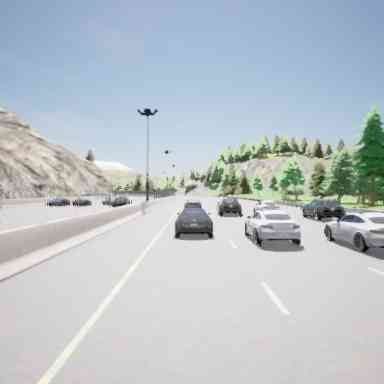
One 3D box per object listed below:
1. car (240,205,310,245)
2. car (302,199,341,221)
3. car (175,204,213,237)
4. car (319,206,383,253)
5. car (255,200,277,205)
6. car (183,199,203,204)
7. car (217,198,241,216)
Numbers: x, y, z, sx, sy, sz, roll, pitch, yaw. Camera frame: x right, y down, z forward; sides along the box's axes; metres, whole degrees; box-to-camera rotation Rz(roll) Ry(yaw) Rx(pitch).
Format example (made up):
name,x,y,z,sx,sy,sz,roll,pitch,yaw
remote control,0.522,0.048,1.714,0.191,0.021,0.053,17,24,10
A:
name,x,y,z,sx,sy,sz,roll,pitch,yaw
car,3.602,1.529,15.367,1.812,1.442,4.674,0,0,0
car,10.608,1.357,27.227,2.097,1.767,4.553,0,0,0
car,0.105,1.568,18.185,1.994,1.385,4.181,0,0,0
car,7.104,1.528,13.622,1.812,1.442,4.674,0,0,0
car,7.110,1.532,31.738,1.812,1.442,4.674,0,0,0
car,0.110,1.499,35.785,2.128,1.511,4.902,0,0,0
car,3.609,1.359,32.819,2.097,1.767,4.553,0,0,0
